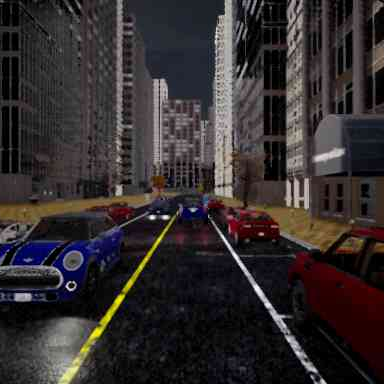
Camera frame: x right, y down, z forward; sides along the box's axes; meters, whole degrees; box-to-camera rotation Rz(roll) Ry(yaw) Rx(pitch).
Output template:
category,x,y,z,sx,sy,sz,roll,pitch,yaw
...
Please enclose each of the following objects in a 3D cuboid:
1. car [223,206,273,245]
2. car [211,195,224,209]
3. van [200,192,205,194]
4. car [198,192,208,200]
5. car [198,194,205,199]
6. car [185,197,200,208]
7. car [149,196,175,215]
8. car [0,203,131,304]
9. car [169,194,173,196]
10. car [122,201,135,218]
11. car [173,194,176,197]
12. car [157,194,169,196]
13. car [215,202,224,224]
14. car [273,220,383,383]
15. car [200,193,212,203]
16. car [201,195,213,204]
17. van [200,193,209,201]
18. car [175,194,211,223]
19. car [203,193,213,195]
category,x,y,z,sx,sy,sz,roll,pitch,yaw
car,2.694,1.492,15.150,1.887,1.381,4.507,0,0,0
car,2.687,1.411,37.716,1.887,1.381,4.507,0,0,0
van,2.684,1.144,54.639,1.690,1.788,3.998,1,0,0
car,2.677,1.006,82.846,2.192,1.841,5.009,1,0,0
car,2.671,1.228,94.130,1.802,1.307,4.206,1,0,0
car,0.083,1.440,44.931,1.895,1.301,4.718,0,0,0
car,-3.035,1.432,32.871,2.033,1.411,5.357,0,0,1
car,-3.090,1.324,8.325,2.097,1.767,4.553,0,0,0
car,-5.703,1.287,71.536,2.008,1.369,4.403,1,0,0
car,-5.690,1.453,26.393,1.887,1.381,4.507,1,0,0
car,-5.706,1.242,82.821,2.008,1.369,4.403,1,0,0
car,-5.698,1.222,60.250,1.967,1.590,4.097,1,0,0
car,2.691,1.510,20.791,1.802,1.307,4.206,0,0,0
car,2.698,1.302,3.866,2.192,1.841,5.009,0,0,0
car,2.681,1.074,65.922,2.192,1.841,5.009,1,0,0
car,2.681,1.332,60.281,2.008,1.369,4.403,1,0,0
van,2.680,1.077,71.564,1.690,1.788,3.998,1,0,0
car,0.074,1.265,24.531,2.097,1.767,4.553,0,0,0
car,2.687,1.285,43.357,1.967,1.590,4.097,0,0,0
